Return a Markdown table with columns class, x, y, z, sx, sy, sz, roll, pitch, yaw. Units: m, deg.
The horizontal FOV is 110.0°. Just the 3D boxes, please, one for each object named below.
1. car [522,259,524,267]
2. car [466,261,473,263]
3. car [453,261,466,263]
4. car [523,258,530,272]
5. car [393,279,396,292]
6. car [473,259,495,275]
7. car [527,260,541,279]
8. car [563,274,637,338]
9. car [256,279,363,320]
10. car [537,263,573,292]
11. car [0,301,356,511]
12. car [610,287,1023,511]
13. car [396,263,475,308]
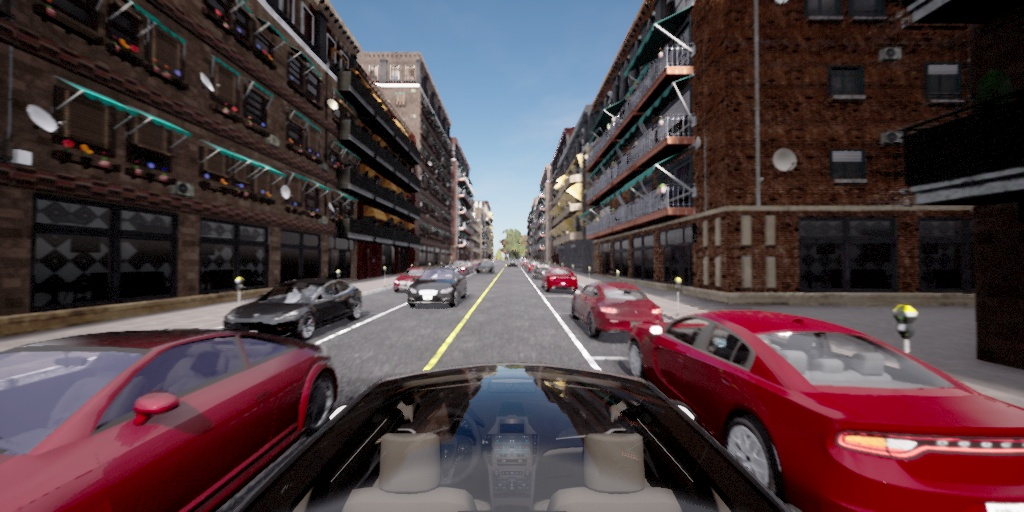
| class | x | y | z | sx | sy | sz | roll | pitch | yaw |
| --- | --- | --- | --- | --- | --- | --- | --- | --- | --- |
| car | 2.750 | 1.376 | 49.523 | 2.007 | 1.370 | 4.403 | 0 | 0 | 0 |
| car | -5.645 | 1.242 | 38.252 | 1.967 | 1.591 | 4.097 | 0 | 0 | 0 |
| car | -5.653 | 1.359 | 32.590 | 1.948 | 1.339 | 4.313 | 0 | 0 | 0 |
| car | 2.743 | 1.256 | 43.861 | 1.967 | 1.591 | 4.097 | 0 | 0 | 0 |
| car | -5.667 | 1.358 | 21.267 | 1.802 | 1.307 | 4.207 | 0 | 0 | 0 |
| car | -2.974 | 1.285 | 40.895 | 1.882 | 1.535 | 5.008 | 0 | 0 | 1 |
| car | 2.728 | 1.348 | 32.539 | 2.007 | 1.370 | 4.403 | 0 | 0 | 0 |
| car | 2.702 | 1.346 | 9.894 | 1.802 | 1.307 | 4.207 | 0 | 0 | 0 |
| car | -5.684 | 1.325 | 9.947 | 1.948 | 1.339 | 4.313 | 0 | 0 | 0 |
| car | 2.714 | 1.326 | 21.215 | 1.888 | 1.381 | 4.507 | 0 | 0 | 0 |
| car | -3.100 | 1.314 | 2.658 | 1.994 | 1.385 | 4.181 | 0 | 0 | 0 |
| car | 2.766 | 1.300 | 4.233 | 1.888 | 1.381 | 4.507 | 0 | 0 | 0 |
| car | -3.070 | 1.259 | 15.563 | 2.128 | 1.511 | 4.902 | 0 | 0 | 0 |
